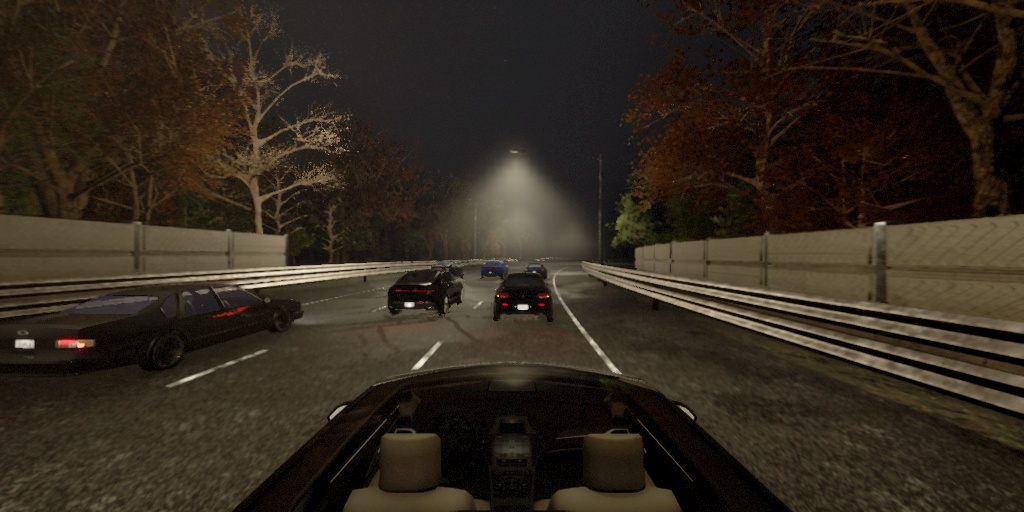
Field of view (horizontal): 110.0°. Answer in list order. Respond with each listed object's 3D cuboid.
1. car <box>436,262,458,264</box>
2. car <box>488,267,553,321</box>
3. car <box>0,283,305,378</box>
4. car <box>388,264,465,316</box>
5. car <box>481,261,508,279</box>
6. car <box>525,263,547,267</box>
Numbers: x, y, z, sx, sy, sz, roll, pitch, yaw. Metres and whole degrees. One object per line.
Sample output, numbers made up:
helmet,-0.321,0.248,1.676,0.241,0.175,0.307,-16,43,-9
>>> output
car,-5.223,1.193,29.412,2.128,1.511,4.902,0,0,6
car,0.404,1.269,12.341,1.812,1.442,4.674,0,0,2
car,-6.783,1.277,7.552,2.033,1.411,5.357,0,0,2
car,-3.029,1.237,13.400,1.837,1.490,4.892,0,0,3
car,-1.452,1.195,31.542,1.882,1.535,5.008,0,0,7
car,2.107,1.299,31.779,1.994,1.385,4.181,0,0,7
